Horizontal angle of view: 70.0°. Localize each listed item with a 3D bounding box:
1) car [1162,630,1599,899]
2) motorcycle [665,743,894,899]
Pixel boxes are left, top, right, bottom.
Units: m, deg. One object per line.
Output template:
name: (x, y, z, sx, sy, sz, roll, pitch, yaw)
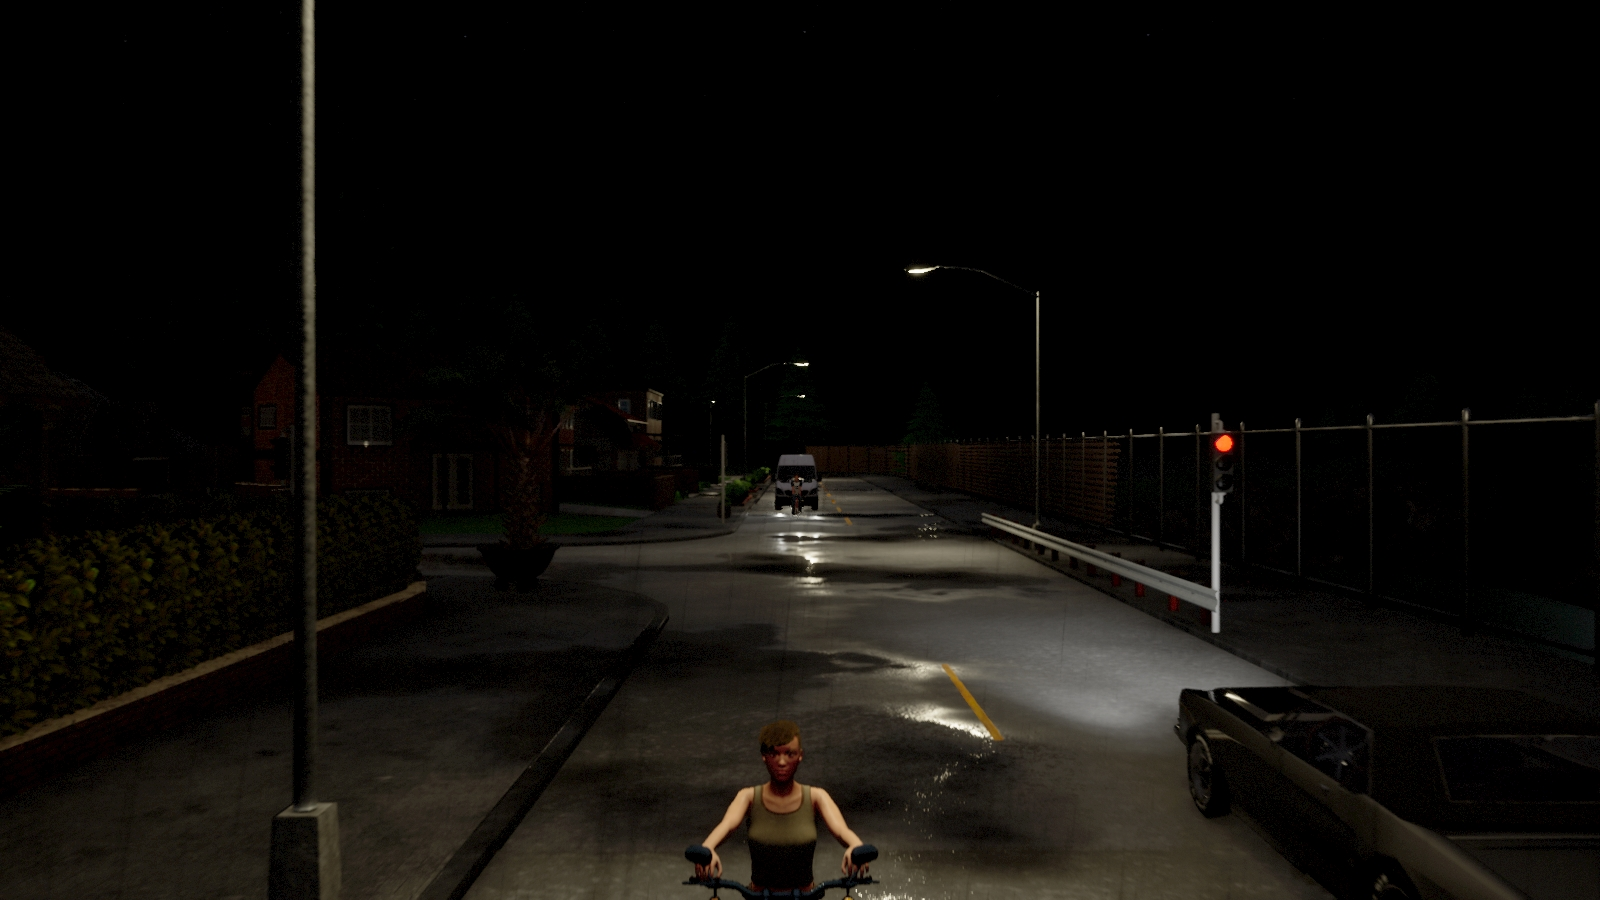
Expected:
car: (3.966, 2.148, 7.151, 1.895, 1.301, 4.718, 0, 0, 0)
motorcycle: (-0.076, 2.150, 4.634, 0.764, 1.307, 2.356, 0, 0, -1)
